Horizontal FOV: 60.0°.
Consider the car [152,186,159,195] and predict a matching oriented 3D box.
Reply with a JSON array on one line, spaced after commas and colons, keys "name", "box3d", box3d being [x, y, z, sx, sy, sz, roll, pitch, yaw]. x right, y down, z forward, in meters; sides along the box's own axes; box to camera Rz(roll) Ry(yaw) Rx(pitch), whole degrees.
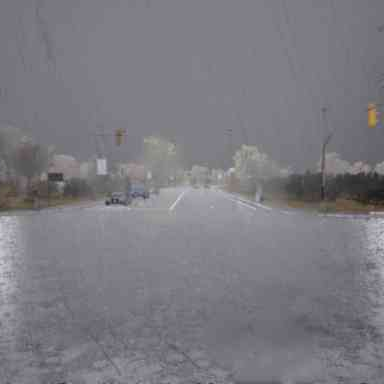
[{"name": "car", "box3d": [-7.007, -0.292, 59.607, 2.128, 1.511, 4.902, 0, 2, 0]}]

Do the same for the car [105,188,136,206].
[{"name": "car", "box3d": [-7.103, 0.589, 32.534, 1.994, 1.385, 4.181, 0, 2, -1]}]

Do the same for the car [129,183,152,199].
[{"name": "car", "box3d": [-7.086, -0.119, 44.729, 2.150, 2.045, 5.566, 0, 2, 0]}]
